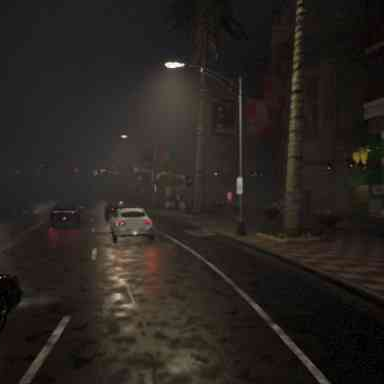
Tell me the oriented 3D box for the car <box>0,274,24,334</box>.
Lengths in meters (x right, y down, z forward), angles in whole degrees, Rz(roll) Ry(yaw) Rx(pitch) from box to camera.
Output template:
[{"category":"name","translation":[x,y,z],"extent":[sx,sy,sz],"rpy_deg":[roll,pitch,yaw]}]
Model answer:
[{"category":"car","translation":[-3.710,1.547,3.456],"extent":[2.033,1.411,5.357],"rpy_deg":[0,0,-6]}]

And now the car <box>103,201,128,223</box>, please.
[{"category":"car","translation":[-5.640,1.420,25.298],"extent":[2.128,1.511,4.902],"rpy_deg":[0,0,-17]}]

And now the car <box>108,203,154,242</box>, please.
[{"category":"car","translation":[-2.995,1.478,16.195],"extent":[1.812,1.442,4.674],"rpy_deg":[0,0,-15]}]

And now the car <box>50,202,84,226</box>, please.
[{"category":"car","translation":[-8.600,1.437,22.977],"extent":[2.128,1.511,4.902],"rpy_deg":[0,0,-17]}]
